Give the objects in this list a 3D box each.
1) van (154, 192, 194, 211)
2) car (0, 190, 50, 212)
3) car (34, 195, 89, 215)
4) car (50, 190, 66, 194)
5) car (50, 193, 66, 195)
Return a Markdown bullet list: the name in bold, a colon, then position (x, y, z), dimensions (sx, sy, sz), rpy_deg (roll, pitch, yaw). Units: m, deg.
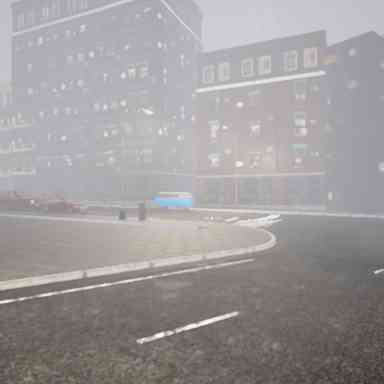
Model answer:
- **van**: position (-1.782, 0.907, 32.617), dimensions (3.998, 1.788, 1.690), rpy_deg (1, 0, 24)
- **car**: position (-15.593, 0.769, 29.674), dimensions (5.009, 1.841, 2.192), rpy_deg (1, 0, 24)
- **car**: position (-10.468, 1.122, 27.349), dimensions (4.206, 1.307, 1.802), rpy_deg (1, 0, 24)
- **car**: position (-17.172, 0.623, 39.589), dimensions (5.009, 1.841, 2.192), rpy_deg (1, 0, 24)
- **car**: position (-13.314, 1.056, 31.467), dimensions (4.718, 1.301, 1.895), rpy_deg (1, 1, 24)
